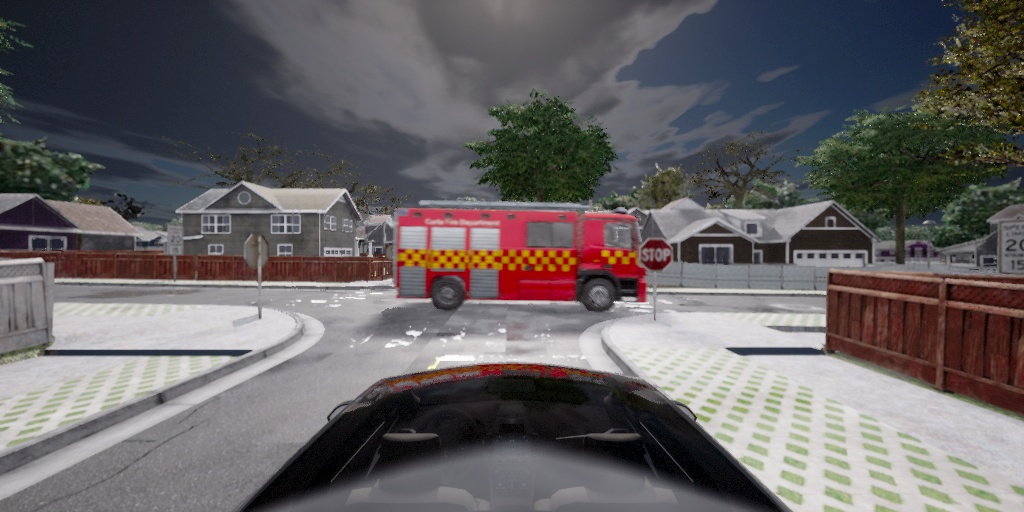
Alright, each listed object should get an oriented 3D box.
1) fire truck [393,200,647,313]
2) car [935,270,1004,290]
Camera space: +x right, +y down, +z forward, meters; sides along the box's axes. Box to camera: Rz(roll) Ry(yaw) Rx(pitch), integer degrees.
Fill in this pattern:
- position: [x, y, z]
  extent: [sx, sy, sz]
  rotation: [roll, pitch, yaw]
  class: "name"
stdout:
- position: [0.310, -0.062, 13.154]
  extent: [8.468, 3.827, 2.891]
  rotation: [1, 1, -1]
  class: "fire truck"
- position: [20.214, 1.389, 16.223]
  extent: [4.902, 1.511, 2.128]
  rotation: [1, 0, 0]
  class: "car"
